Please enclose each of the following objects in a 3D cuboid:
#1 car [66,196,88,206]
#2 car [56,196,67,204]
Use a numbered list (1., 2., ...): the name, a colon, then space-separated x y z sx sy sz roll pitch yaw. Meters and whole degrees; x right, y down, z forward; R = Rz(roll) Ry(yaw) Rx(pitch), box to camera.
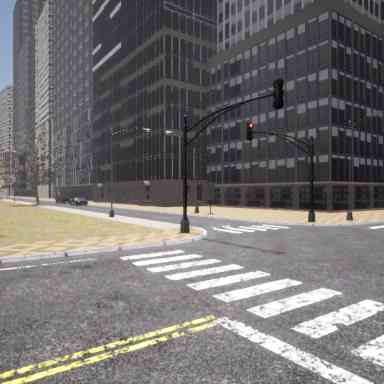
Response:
1. car: -18.849 1.603 55.243 1.895 1.301 4.718 0 0 -35
2. car: -24.642 1.512 63.508 1.837 1.490 4.892 0 0 -35
